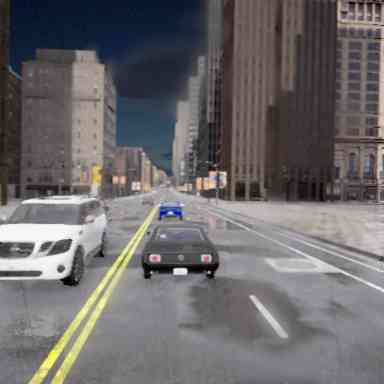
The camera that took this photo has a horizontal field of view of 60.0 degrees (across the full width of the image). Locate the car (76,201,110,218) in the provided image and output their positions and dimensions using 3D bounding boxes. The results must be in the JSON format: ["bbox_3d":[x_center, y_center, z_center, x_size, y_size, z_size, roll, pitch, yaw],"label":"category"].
[{"bbox_3d":[-8.659,1.483,29.565,1.895,1.301,4.718,1,0,-4],"label":"car"}]

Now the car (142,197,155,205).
[{"bbox_3d":[-7.396,1.562,56.630,1.994,1.385,4.181,1,0,-4],"label":"car"}]

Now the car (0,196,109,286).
[{"bbox_3d":[-3.842,1.155,9.486,2.150,2.045,5.566,1,0,-4],"label":"car"}]

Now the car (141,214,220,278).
[{"bbox_3d":[-0.435,1.593,10.073,1.895,1.301,4.718,1,0,-4],"label":"car"}]

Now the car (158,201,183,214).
[{"bbox_3d":[-1.820,1.469,28.006,1.882,1.535,5.008,1,0,-4],"label":"car"}]
